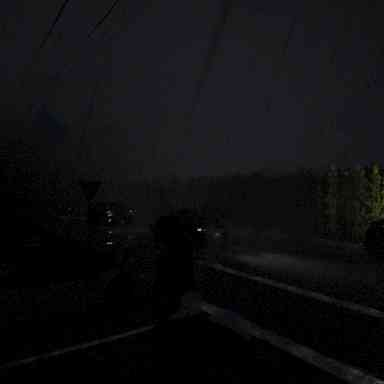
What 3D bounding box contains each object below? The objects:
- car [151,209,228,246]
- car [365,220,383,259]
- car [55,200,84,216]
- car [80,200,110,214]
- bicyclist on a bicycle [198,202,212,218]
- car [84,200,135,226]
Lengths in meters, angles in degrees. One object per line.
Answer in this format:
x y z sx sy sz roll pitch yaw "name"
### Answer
-0.265 1.586 16.058 2.128 1.511 4.902 1 0 -35 "car"
7.564 1.338 10.060 2.150 2.045 5.566 2 0 0 "car"
-12.607 1.602 34.011 1.837 1.490 4.892 1 0 -34 "car"
-11.307 1.673 38.553 2.033 1.411 5.357 1 0 -32 "car"
0.997 1.592 26.721 1.656 1.620 0.582 0 0 -35 "bicyclist on a bicycle"
-5.907 1.448 24.247 2.097 1.767 4.553 1 0 -35 "car"
